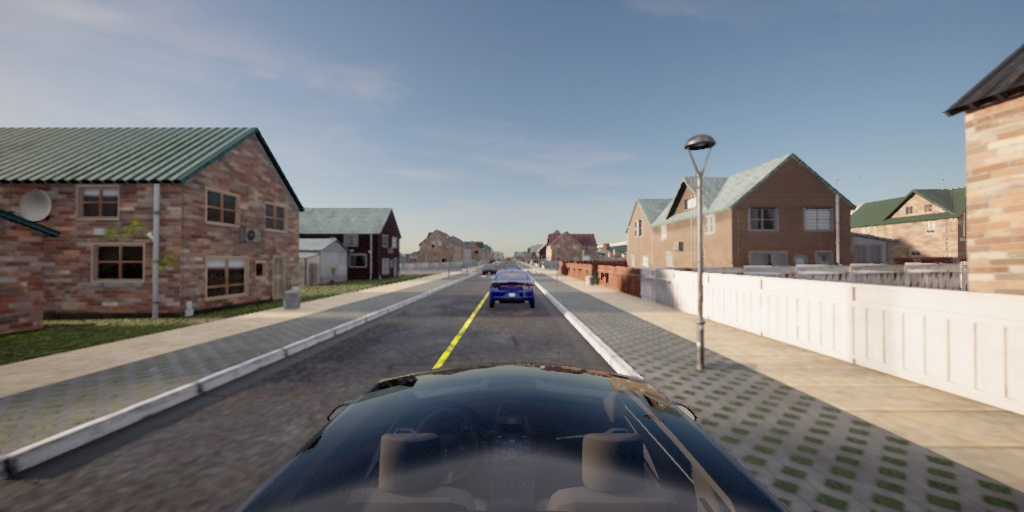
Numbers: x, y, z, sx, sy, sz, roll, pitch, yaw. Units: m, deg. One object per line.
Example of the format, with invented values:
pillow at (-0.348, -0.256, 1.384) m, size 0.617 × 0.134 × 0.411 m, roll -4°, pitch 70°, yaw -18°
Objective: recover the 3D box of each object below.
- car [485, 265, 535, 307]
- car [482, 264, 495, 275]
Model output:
car at (0.008, 1.362, 16.341) m, size 1.882 × 1.535 × 5.008 m, roll 0°, pitch 0°, yaw 0°
car at (-2.746, 1.682, 45.603) m, size 2.033 × 1.411 × 5.357 m, roll 0°, pitch -1°, yaw 0°
